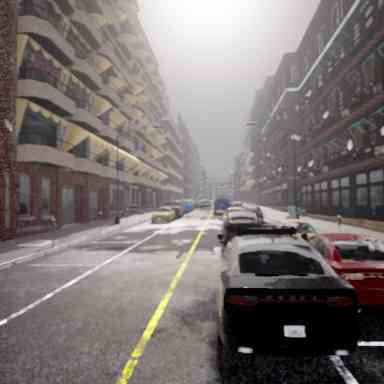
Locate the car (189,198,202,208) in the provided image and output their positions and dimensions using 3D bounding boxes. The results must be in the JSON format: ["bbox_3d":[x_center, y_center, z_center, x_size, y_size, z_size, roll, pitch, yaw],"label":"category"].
[{"bbox_3d":[0.787,2.277,68.952,2.192,1.841,5.009,1,-1,5],"label":"car"}]

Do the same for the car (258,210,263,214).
[{"bbox_3d":[3.907,1.640,13.287,1.752,1.417,4.829,1,-1,5],"label":"car"}]

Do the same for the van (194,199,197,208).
[{"bbox_3d":[-0.635,2.068,52.424,1.690,1.788,3.998,1,-1,5],"label":"van"}]

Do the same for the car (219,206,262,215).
[{"bbox_3d":[2.407,1.682,16.395,1.837,1.490,4.892,-1,-1,5],"label":"car"}]

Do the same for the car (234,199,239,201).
[{"bbox_3d":[7.209,2.150,51.686,1.887,1.381,4.507,0,-1,5],"label":"car"}]

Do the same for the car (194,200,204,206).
[{"bbox_3d":[1.732,2.691,79.970,1.947,1.339,4.313,1,-1,5],"label":"car"}]

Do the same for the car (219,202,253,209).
[{"bbox_3d":[2.938,1.708,22.565,1.801,1.575,5.366,-1,-1,5],"label":"car"}]

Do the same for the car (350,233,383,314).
[{"bbox_3d":[3.419,1.593,7.607,1.887,1.381,4.507,1,-1,5],"label":"car"}]

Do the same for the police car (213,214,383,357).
[{"bbox_3d":[1.449,1.488,6.549,1.930,1.638,5.238,-1,-1,5],"label":"police car"}]

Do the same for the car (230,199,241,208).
[{"bbox_3d":[8.165,2.201,62.707,1.967,1.590,4.097,0,-1,5],"label":"car"}]

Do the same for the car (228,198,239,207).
[{"bbox_3d":[9.072,2.236,73.732,2.192,1.841,5.009,0,-1,5],"label":"car"}]

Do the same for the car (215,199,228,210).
[{"bbox_3d":[5.141,2.079,57.827,2.097,1.767,4.553,-1,-1,5],"label":"car"}]

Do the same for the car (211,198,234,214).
[{"bbox_3d":[3.884,1.748,43.194,2.150,2.045,5.566,-1,-1,5],"label":"car"}]

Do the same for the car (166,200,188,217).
[{"bbox_3d":[-2.055,1.822,35.896,2.192,1.841,5.009,1,-1,5],"label":"car"}]

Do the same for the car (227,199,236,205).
[{"bbox_3d":[10.018,2.529,84.752,1.967,1.590,4.097,0,-1,5],"label":"car"}]

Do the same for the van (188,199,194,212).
[{"bbox_3d":[-1.108,1.992,46.913,1.690,1.788,3.998,1,-1,5],"label":"van"}]

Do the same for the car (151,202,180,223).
[{"bbox_3d":[-2.546,1.961,30.213,1.752,1.417,4.829,1,-1,5],"label":"car"}]

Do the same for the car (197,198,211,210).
[{"bbox_3d":[2.421,2.278,58.288,1.837,1.490,4.892,-1,-1,5],"label":"car"}]
